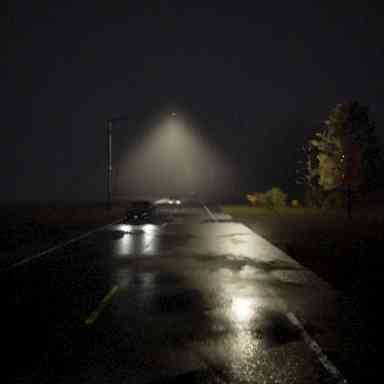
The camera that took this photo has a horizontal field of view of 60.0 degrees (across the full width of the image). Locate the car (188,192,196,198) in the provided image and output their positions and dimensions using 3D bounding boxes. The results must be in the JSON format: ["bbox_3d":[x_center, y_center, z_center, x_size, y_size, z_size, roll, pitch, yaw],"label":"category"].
[{"bbox_3d":[-0.012,0.871,83.116,1.895,1.301,4.718,0,0,0],"label":"car"}]

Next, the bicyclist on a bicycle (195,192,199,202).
[{"bbox_3d":[0.953,0.942,58.653,0.659,1.776,1.843,0,1,0],"label":"bicyclist on a bicycle"}]

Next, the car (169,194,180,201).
[{"bbox_3d":[-3.512,1.107,66.929,1.895,1.301,4.718,0,0,0],"label":"car"}]

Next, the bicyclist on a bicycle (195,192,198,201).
[{"bbox_3d":[0.952,0.877,67.653,0.659,1.776,1.843,0,1,0],"label":"bicyclist on a bicycle"}]

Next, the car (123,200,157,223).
[{"bbox_3d":[-3.603,1.331,23.768,1.837,1.490,4.892,0,0,0],"label":"car"}]
